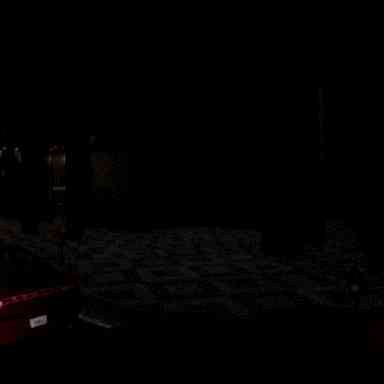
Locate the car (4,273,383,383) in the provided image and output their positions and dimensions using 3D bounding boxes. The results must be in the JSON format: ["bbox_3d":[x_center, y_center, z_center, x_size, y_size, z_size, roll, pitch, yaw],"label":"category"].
[{"bbox_3d":[0.819,1.539,2.276,4.507,1.381,1.887,1,0,35],"label":"car"}]

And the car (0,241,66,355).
[{"bbox_3d":[-3.767,1.494,5.532,4.507,1.381,1.887,1,0,35],"label":"car"}]
